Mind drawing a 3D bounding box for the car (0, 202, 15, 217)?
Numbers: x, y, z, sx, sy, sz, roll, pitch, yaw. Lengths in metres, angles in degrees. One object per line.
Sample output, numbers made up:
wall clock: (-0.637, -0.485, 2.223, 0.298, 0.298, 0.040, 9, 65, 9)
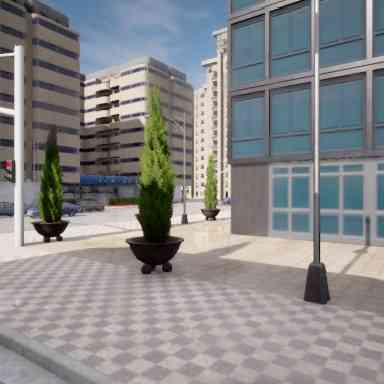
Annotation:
car: (-17.210, 1.613, 29.779, 2.033, 1.411, 5.357, 0, 0, 35)

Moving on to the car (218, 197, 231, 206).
car: (5.853, 1.611, 56.139, 1.812, 1.442, 4.674, 0, 0, 35)

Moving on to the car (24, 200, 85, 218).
car: (-12.554, 1.590, 30.262, 1.812, 1.442, 4.674, 0, 0, 35)

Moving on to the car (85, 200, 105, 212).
car: (-11.876, 1.629, 37.310, 1.994, 1.385, 4.181, 0, 0, 35)
